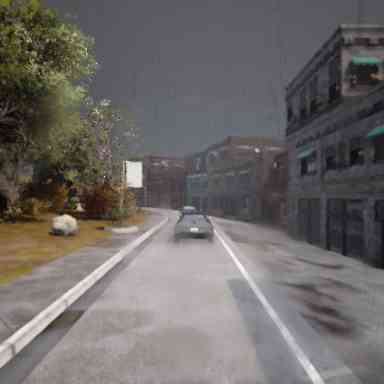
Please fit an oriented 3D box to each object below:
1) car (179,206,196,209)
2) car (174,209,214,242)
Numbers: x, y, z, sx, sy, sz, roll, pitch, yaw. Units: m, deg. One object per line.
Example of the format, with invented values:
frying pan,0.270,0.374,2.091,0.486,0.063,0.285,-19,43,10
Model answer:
car,-0.482,2.287,38.454,1.812,1.442,4.674,0,-1,-6
car,0.098,1.771,17.480,1.994,1.385,4.181,0,-1,0
